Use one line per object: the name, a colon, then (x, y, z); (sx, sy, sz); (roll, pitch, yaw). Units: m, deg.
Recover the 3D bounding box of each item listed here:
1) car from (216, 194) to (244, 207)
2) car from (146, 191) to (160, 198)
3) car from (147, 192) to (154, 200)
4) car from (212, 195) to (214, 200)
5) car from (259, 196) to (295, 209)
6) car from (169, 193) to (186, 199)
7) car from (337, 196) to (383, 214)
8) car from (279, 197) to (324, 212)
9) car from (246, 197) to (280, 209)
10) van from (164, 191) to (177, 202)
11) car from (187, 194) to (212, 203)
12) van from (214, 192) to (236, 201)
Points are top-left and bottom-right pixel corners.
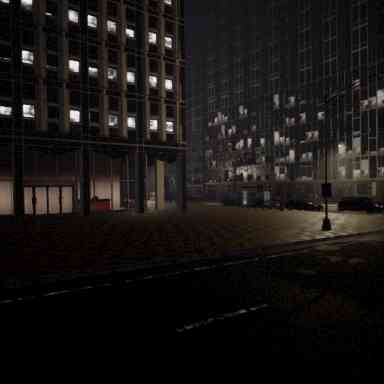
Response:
car: (5.782, 1.318, 45.658); (1.947, 1.339, 4.313); (-1, 1, -34)
car: (-9.787, 0.684, 83.224); (1.967, 1.590, 4.097); (0, 1, -34)
car: (-10.260, 1.038, 69.113); (2.008, 1.369, 4.403); (0, 1, -34)
car: (3.083, 1.041, 64.485); (1.802, 1.307, 4.206); (-1, 1, -34)
car: (10.929, 1.321, 42.818); (1.994, 1.385, 4.181); (-1, 1, -35)
car: (-3.351, 0.934, 73.856); (1.802, 1.307, 4.206); (0, 1, -34)
car: (17.162, 1.210, 33.618); (2.097, 1.767, 4.553); (-1, 1, -33)
car: (12.155, 1.422, 36.243); (1.947, 1.339, 4.313); (-1, 1, -34)
car: (8.951, 1.386, 40.941); (1.802, 1.307, 4.206); (-1, 1, -34)
van: (-3.825, 0.936, 59.740); (1.690, 1.788, 3.998); (0, 1, -34)
car: (0.801, 1.194, 57.632); (1.895, 1.301, 4.718); (-1, 1, -34)
van: (6.300, 0.853, 59.797); (1.690, 1.788, 3.998); (-1, 1, -34)
